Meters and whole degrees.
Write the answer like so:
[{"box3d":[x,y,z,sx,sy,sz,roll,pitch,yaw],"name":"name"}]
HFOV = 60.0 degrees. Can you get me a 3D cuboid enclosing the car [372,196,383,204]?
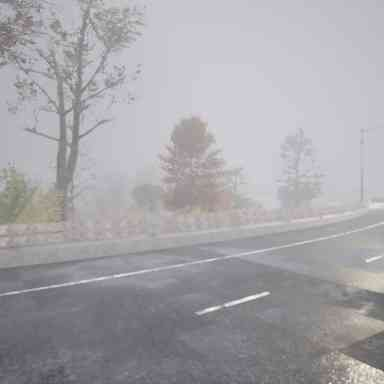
[{"box3d":[36.616,1.478,64.802,1.882,1.535,5.008,0,0,12],"name":"car"}]
